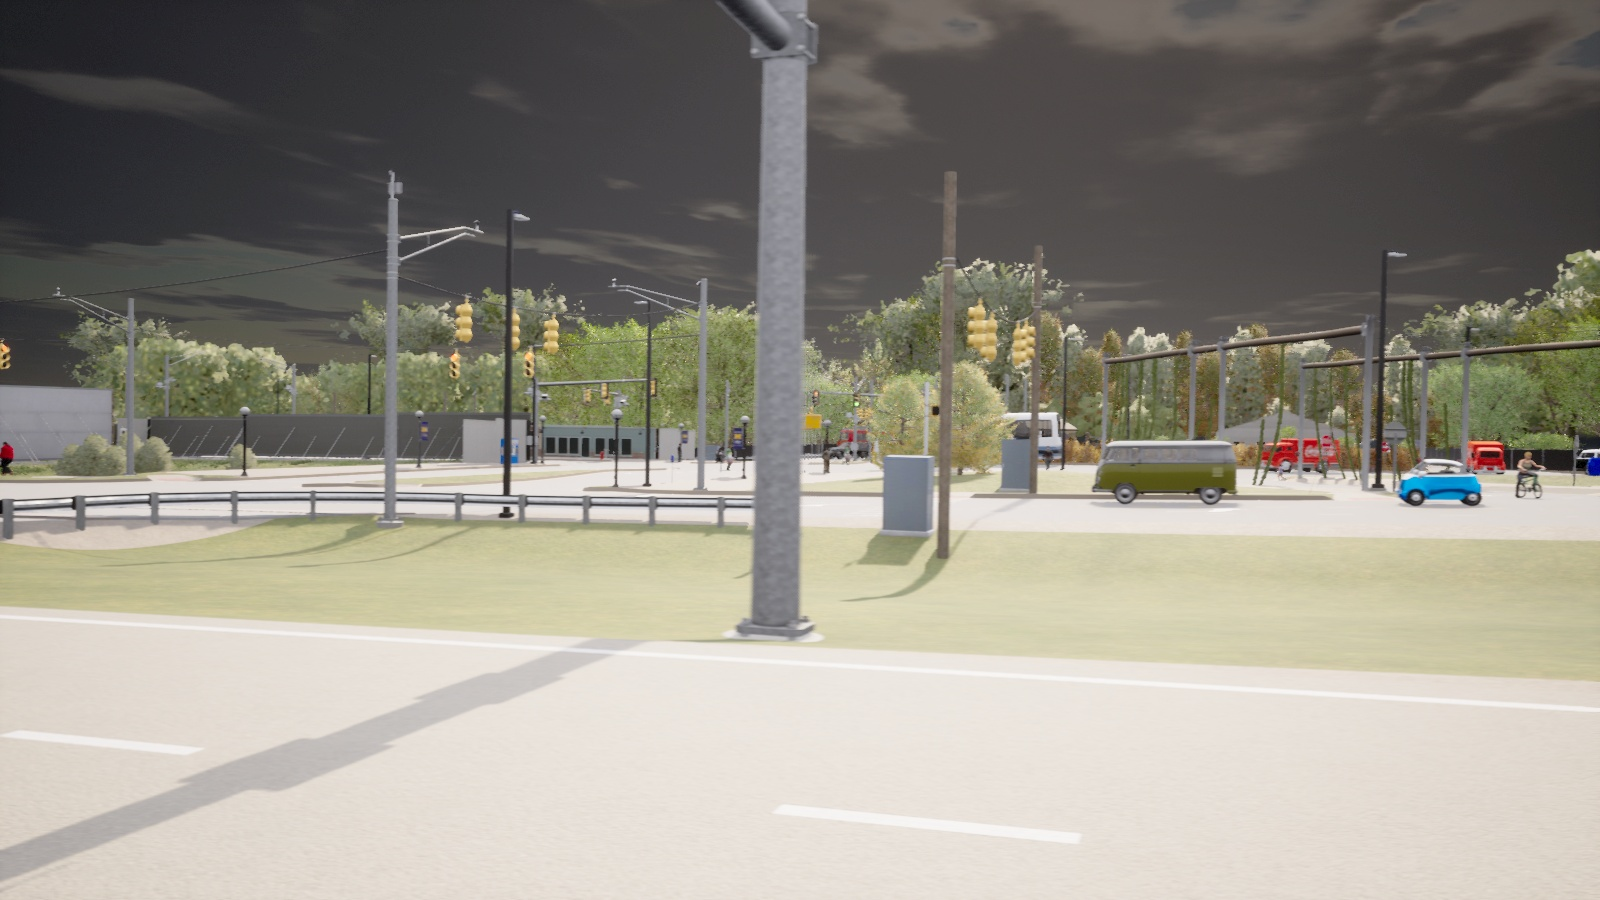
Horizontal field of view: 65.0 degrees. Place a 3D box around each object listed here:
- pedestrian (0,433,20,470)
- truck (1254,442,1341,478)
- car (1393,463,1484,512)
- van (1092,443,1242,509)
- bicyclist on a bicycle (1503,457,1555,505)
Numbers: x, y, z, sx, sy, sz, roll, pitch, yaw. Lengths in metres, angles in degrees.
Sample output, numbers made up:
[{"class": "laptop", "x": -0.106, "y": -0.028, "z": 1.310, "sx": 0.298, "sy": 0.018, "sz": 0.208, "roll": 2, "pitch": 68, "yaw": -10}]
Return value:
[{"class": "pedestrian", "x": -39.656, "y": 0.073, "z": 62.780, "sx": 0.899, "sy": 1.844, "sz": 0.634, "roll": 2, "pitch": 1, "yaw": 15}, {"class": "truck", "x": 36.131, "y": 0.683, "z": 91.264, "sx": 5.204, "sy": 2.467, "sz": 2.627, "roll": 0, "pitch": 2, "yaw": -7}, {"class": "car", "x": 18.949, "y": 1.090, "z": 37.331, "sx": 2.207, "sy": 1.376, "sz": 1.481, "roll": 0, "pitch": 1, "yaw": 19}, {"class": "van", "x": 11.606, "y": 0.779, "z": 39.752, "sx": 4.442, "sy": 1.987, "sz": 1.775, "roll": 0, "pitch": 1, "yaw": 18}, {"class": "bicyclist on a bicycle", "x": 25.150, "y": 1.058, "z": 43.345, "sx": 0.866, "sy": 1.612, "sz": 1.509, "roll": 1, "pitch": -1, "yaw": -1}]
